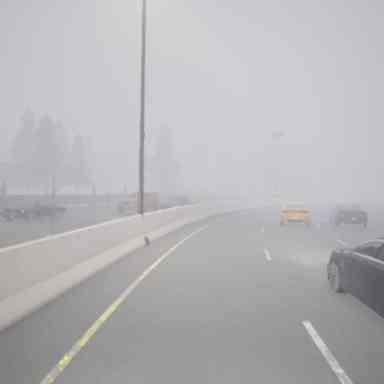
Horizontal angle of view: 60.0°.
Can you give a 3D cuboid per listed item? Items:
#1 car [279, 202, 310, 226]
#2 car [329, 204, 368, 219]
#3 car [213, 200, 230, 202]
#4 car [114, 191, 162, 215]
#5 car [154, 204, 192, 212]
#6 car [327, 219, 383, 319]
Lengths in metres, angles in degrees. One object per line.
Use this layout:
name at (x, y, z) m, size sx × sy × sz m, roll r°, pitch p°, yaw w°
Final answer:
car at (7.365, 1.476, 23.949) m, size 1.882 × 1.535 × 5.008 m, roll 1°, pitch 0°, yaw 16°
car at (10.779, 1.538, 23.197) m, size 1.882 × 1.535 × 5.008 m, roll 1°, pitch 0°, yaw 16°
car at (5.526, 1.264, 60.600) m, size 2.128 × 1.511 × 4.902 m, roll 1°, pitch 0°, yaw 35°
car at (-4.993, 0.965, 31.960) m, size 2.150 × 2.045 × 5.566 m, roll 1°, pitch 0°, yaw 19°
car at (-1.491, 1.160, 31.250) m, size 2.097 × 1.767 × 4.553 m, roll 1°, pitch 0°, yaw 20°
car at (3.985, 1.527, 5.921) m, size 2.128 × 1.511 × 4.902 m, roll 1°, pitch 0°, yaw 4°
